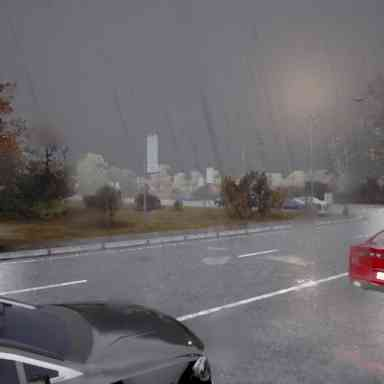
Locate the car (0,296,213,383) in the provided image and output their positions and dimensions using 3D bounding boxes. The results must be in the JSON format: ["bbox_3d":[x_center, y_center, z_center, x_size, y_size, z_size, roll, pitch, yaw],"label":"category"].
[{"bbox_3d":[-2.040,1.492,2.275,4.902,1.511,2.128,0,0,-35],"label":"car"}]

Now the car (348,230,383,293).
[{"bbox_3d":[5.678,1.445,7.787,5.008,1.535,1.882,0,0,-35],"label":"car"}]

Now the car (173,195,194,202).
[{"bbox_3d":[-1.741,1.253,70.035,2.033,1.411,5.357,-1,0,-39],"label":"car"}]

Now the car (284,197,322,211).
[{"bbox_3d":[11.095,1.333,36.979,2.033,1.411,5.357,-1,0,-39],"label":"car"}]

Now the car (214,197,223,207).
[{"bbox_3d":[5.041,1.296,44.534,1.837,1.490,4.892,-1,0,-39],"label":"car"}]

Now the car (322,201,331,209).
[{"bbox_3d":[13.882,1.281,39.131,1.812,1.442,4.674,-1,0,-39],"label":"car"}]
